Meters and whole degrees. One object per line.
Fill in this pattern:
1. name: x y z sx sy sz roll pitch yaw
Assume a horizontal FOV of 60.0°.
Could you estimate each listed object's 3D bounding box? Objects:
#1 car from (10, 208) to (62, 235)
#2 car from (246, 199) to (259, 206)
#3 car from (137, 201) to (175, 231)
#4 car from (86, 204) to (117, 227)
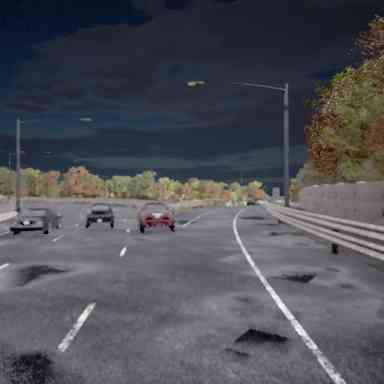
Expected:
1. car: -9.148 1.681 19.848 2.033 1.411 5.357 0 0 -11
2. car: 13.455 2.448 75.426 1.837 1.490 4.892 0 -3 16
3. car: -2.429 1.460 21.510 2.097 1.767 4.553 0 0 -11
4. car: -6.551 1.644 24.045 1.837 1.490 4.892 0 0 -13
